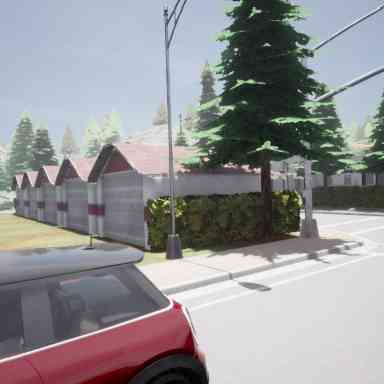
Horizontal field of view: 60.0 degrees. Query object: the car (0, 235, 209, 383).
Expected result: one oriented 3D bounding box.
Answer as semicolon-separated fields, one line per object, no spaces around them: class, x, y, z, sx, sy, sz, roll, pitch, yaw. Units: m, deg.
car;-2.127;1.357;2.481;4.553;1.767;2.097;-2;1;-36
